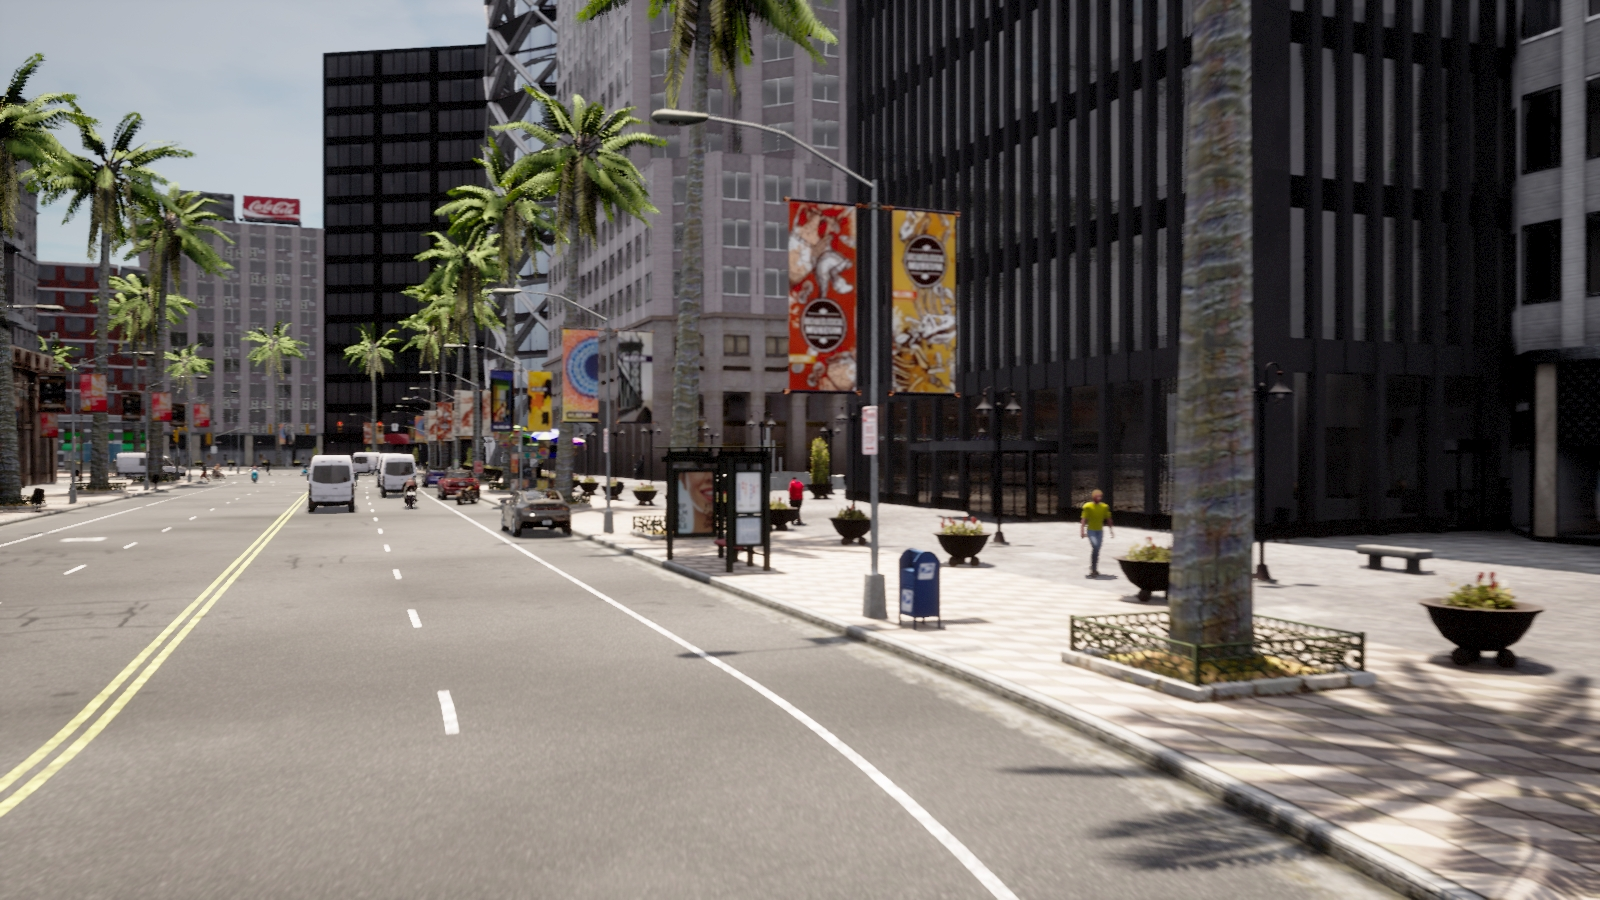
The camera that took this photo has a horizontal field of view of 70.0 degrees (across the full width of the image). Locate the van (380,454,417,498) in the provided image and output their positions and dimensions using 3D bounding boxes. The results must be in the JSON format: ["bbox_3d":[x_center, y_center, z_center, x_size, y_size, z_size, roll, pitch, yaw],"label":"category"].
[{"bbox_3d":[-24.783,1.544,70.423,1.988,2.561,5.915,0,0,-21],"label":"van"}]

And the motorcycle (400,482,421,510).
[{"bbox_3d":[-18.973,2.212,55.603,0.867,1.251,2.209,0,0,-22],"label":"motorcycle"}]

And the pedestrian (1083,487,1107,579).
[{"bbox_3d":[6.092,1.698,23.570,0.375,1.860,0.375,0,0,-5],"label":"pedestrian"}]

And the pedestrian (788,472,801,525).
[{"bbox_3d":[-0.194,1.701,40.389,0.375,1.860,0.375,0,0,-18],"label":"pedestrian"}]

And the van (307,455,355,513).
[{"bbox_3d":[-22.117,1.542,54.027,1.988,2.561,5.915,0,0,-22],"label":"van"}]
